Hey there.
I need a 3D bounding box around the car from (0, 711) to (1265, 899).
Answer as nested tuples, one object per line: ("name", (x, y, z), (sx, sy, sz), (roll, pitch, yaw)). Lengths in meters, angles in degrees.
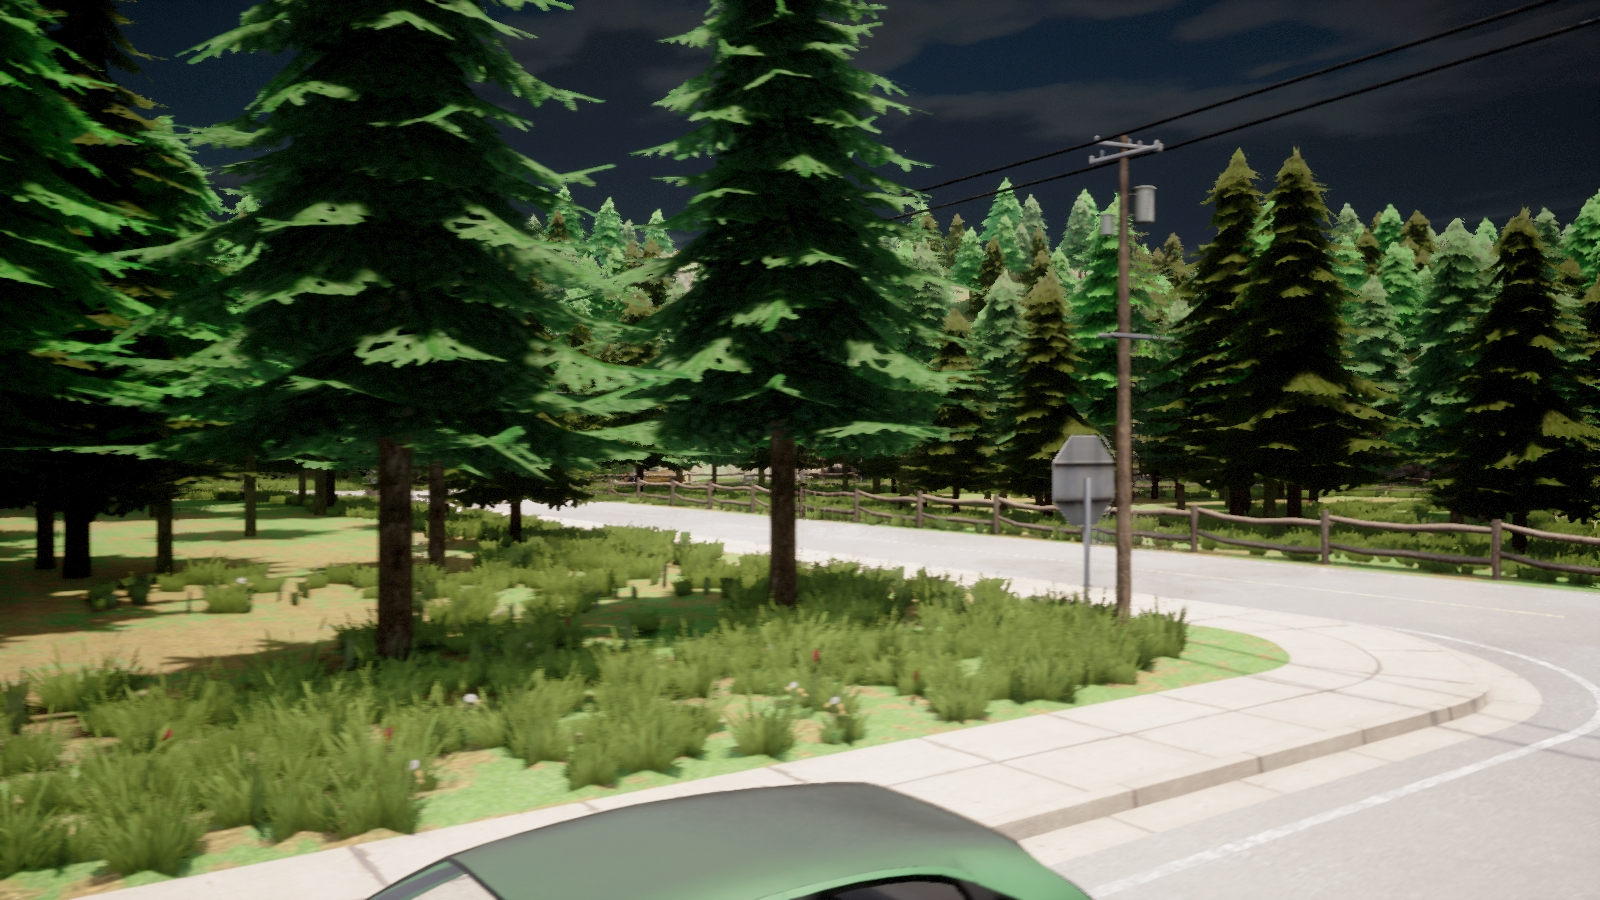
("car", (-0.659, 1.999, 3.319), (3.988, 1.617, 1.851), (0, 0, -35))
